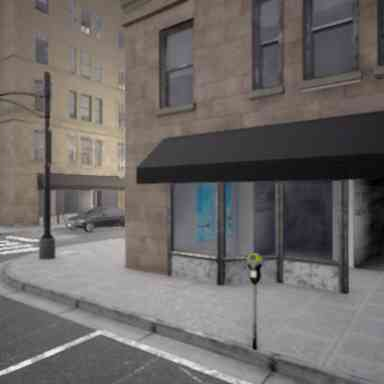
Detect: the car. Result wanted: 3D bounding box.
[{"bbox_3d":[-5.663,1.663,21.012,1.812,1.442,4.674,0,0,37],"label":"car"}]
